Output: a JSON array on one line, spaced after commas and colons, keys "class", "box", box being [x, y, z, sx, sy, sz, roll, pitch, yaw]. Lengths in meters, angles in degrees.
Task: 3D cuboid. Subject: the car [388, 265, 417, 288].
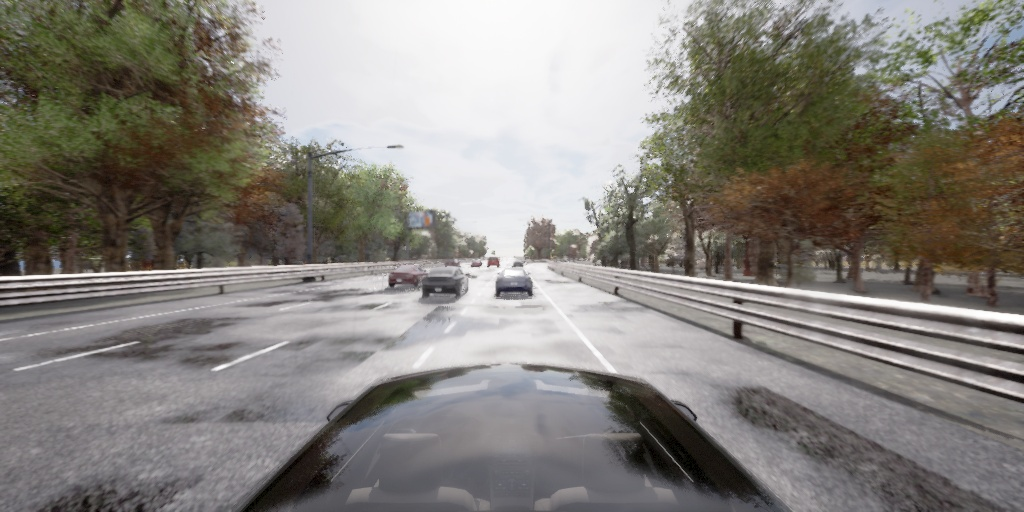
[{"class": "car", "box": [-6.884, 1.330, 24.216, 1.812, 1.442, 4.674, 0, 0, 0]}]

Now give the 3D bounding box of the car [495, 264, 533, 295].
[{"class": "car", "box": [0.109, 1.358, 20.081, 1.994, 1.385, 4.181, 0, 0, 0]}]

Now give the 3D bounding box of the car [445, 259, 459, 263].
[{"class": "car", "box": [-10.367, 1.249, 62.504, 2.097, 1.767, 4.553, 0, 0, 0]}]

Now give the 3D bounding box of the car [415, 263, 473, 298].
[{"class": "car", "box": [-3.391, 1.297, 18.886, 1.837, 1.490, 4.892, 0, 0, 0]}]
